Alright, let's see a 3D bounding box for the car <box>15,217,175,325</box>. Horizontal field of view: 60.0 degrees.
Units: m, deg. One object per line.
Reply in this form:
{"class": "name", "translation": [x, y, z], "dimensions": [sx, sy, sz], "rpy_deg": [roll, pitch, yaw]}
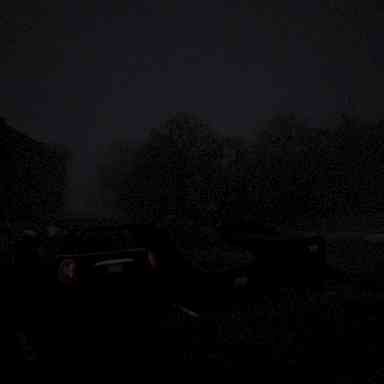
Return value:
{"class": "car", "translation": [-2.582, 1.372, 7.565], "dimensions": [2.185, 1.767, 4.553], "rpy_deg": [1, 0, -35]}

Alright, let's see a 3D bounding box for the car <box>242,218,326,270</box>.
{"class": "car", "translation": [1.917, 1.560, 10.847], "dimensions": [2.163, 1.488, 4.792], "rpy_deg": [0, 0, -35]}

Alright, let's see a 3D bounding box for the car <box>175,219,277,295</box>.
{"class": "car", "translation": [-0.316, 1.544, 9.184], "dimensions": [2.163, 1.488, 4.792], "rpy_deg": [0, 0, -35]}
